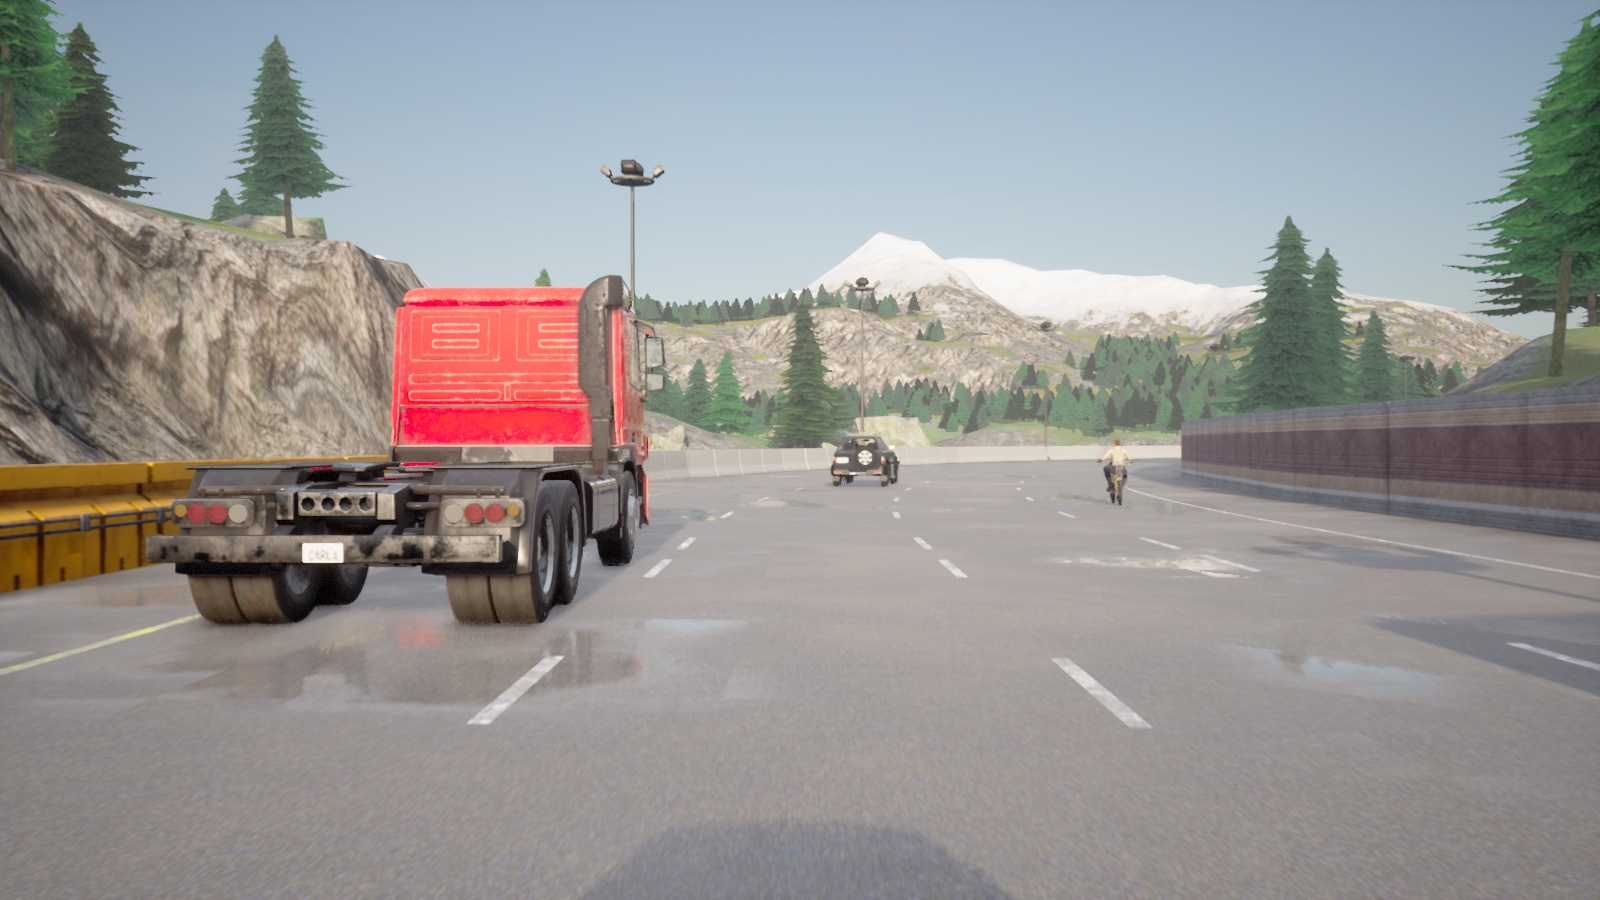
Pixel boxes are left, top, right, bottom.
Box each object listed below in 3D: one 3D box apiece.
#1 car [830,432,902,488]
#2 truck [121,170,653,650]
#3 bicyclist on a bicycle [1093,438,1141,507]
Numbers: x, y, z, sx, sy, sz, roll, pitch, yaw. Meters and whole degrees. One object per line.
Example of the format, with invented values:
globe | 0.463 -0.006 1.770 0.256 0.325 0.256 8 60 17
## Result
car | 2.376 0.314 44.204 1.932 1.855 4.605 0 0 11
truck | -3.446 -0.312 13.041 2.891 3.462 7.936 0 0 0
bicyclist on a bicycle | 7.581 0.518 30.099 0.866 1.612 1.509 0 0 5
